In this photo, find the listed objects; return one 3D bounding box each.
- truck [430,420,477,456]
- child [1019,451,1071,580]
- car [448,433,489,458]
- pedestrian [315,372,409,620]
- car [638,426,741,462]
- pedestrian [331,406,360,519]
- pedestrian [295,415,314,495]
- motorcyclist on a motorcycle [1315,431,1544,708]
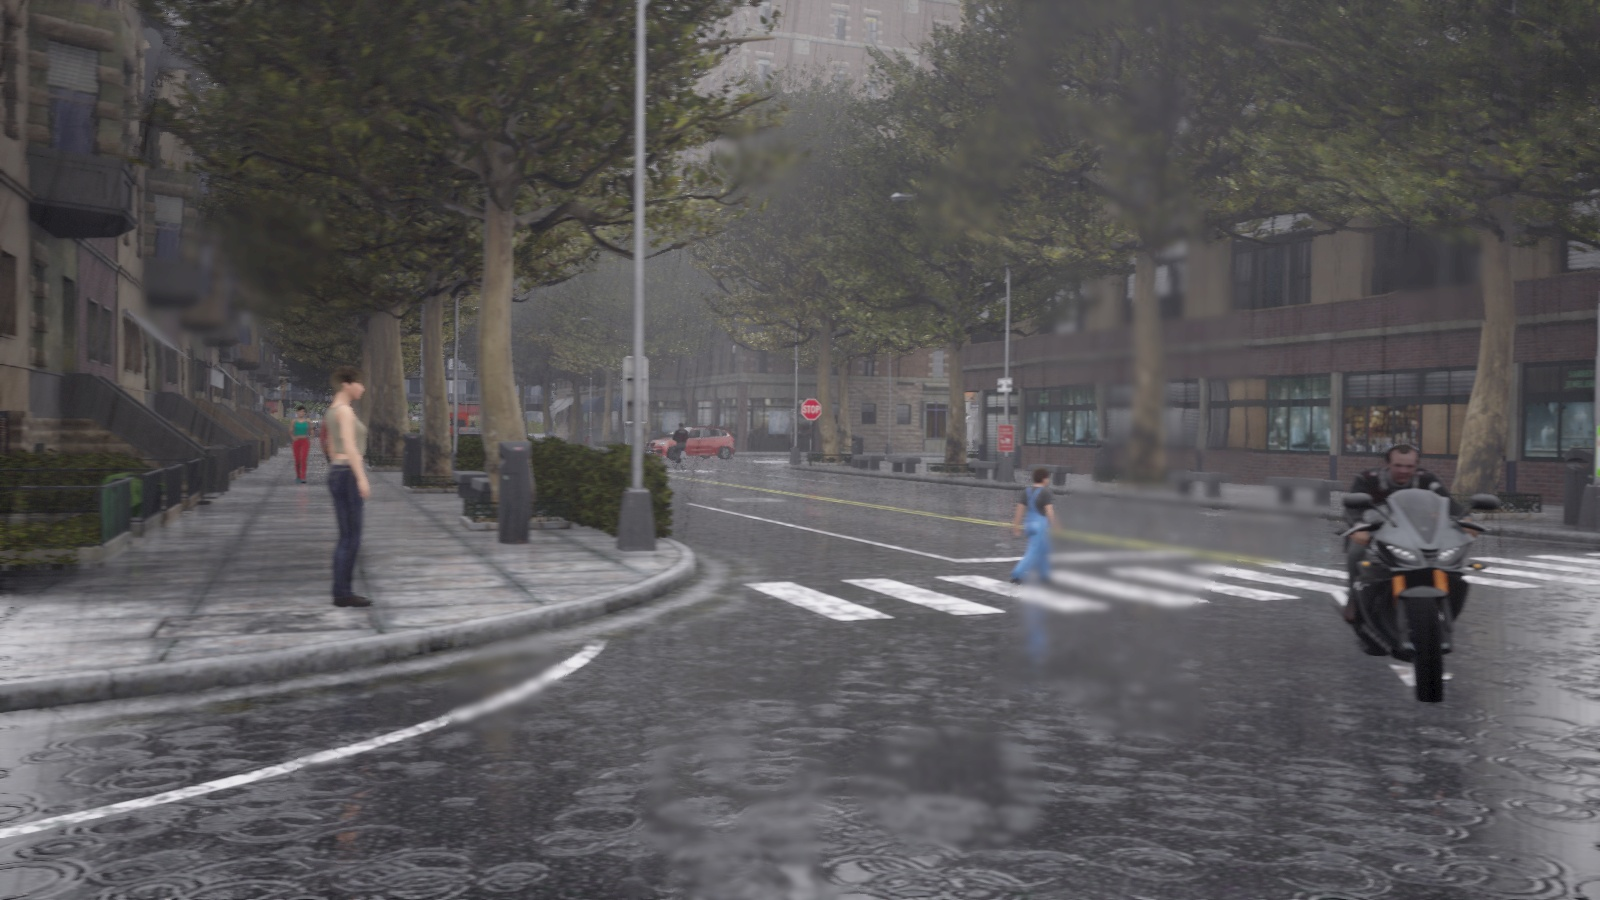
[{"bbox_3d":[-24.225,-0.854,87.642,2.627,2.467,5.204,-1,1,-21],"label":"truck"},{"bbox_3d":[2.479,0.651,12.701,0.437,1.263,0.270,-1,1,-33],"label":"child"},{"bbox_3d":[-20.846,-0.314,78.916,2.007,1.525,4.514,-1,1,-21],"label":"car"},{"bbox_3d":[-3.345,0.335,9.596,0.594,1.836,0.345,-1,1,-30],"label":"pedestrian"},{"bbox_3d":[-5.502,-0.317,62.594,4.611,1.667,2.242,-1,1,-36],"label":"car"},{"bbox_3d":[-7.544,0.197,20.839,0.331,1.846,0.636,-1,1,-28],"label":"pedestrian"},{"bbox_3d":[-11.519,0.104,29.209,0.345,1.836,0.594,-1,1,-18],"label":"pedestrian"},{"bbox_3d":[3.971,0.658,8.131,0.866,1.530,2.191,-1,1,15],"label":"motorcyclist on a motorcycle"}]
